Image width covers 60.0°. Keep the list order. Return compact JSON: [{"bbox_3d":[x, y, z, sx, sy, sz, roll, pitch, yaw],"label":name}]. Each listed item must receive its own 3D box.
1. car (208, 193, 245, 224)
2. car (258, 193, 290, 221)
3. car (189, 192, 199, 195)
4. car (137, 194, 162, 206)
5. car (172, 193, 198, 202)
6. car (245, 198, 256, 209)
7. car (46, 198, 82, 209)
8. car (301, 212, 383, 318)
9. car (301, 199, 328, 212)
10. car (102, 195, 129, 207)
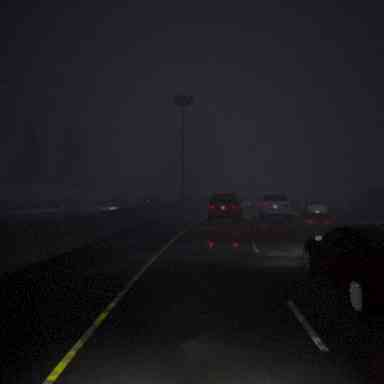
[{"bbox_3d":[2.456,1.087,24.030,2.150,2.045,5.566,0,0,10],"label":"car"},{"bbox_3d":[6.418,1.079,26.193,2.150,2.045,5.566,0,0,11],"label":"car"},{"bbox_3d":[0.061,0.782,78.872,1.837,1.490,4.892,0,0,28],"label":"car"},{"bbox_3d":[-6.058,1.064,47.758,2.097,1.767,4.553,0,1,19],"label":"car"},{"bbox_3d":[-1.335,1.251,50.808,2.033,1.411,5.357,0,0,20],"label":"car"},{"bbox_3d":[6.782,1.371,41.429,1.895,1.301,4.718,0,0,17],"label":"car"},{"bbox_3d":[-15.524,1.341,40.583,1.895,1.301,4.718,0,0,15],"label":"car"},{"bbox_3d":[3.949,1.441,7.308,1.882,1.535,5.008,0,0,3],"label":"car"},{"bbox_3d":[10.686,1.373,29.235,1.812,1.442,4.674,0,0,13],"label":"car"},{"bbox_3d":[-10.408,1.224,45.601,1.837,1.490,4.892,0,0,17],"label":"car"}]
